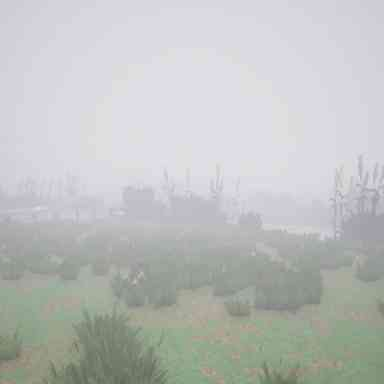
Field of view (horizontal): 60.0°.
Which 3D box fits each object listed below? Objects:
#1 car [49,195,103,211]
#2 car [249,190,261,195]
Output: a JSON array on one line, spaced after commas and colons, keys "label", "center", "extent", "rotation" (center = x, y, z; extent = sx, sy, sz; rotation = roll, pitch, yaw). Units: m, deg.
[{"label": "car", "center": [-10.458, 1.107, 30.343], "extent": [1.837, 1.490, 4.892], "rotation": [0, 3, 41]}, {"label": "car", "center": [10.224, 0.765, 47.494], "extent": [2.150, 2.045, 5.566], "rotation": [0, -2, 44]}]
